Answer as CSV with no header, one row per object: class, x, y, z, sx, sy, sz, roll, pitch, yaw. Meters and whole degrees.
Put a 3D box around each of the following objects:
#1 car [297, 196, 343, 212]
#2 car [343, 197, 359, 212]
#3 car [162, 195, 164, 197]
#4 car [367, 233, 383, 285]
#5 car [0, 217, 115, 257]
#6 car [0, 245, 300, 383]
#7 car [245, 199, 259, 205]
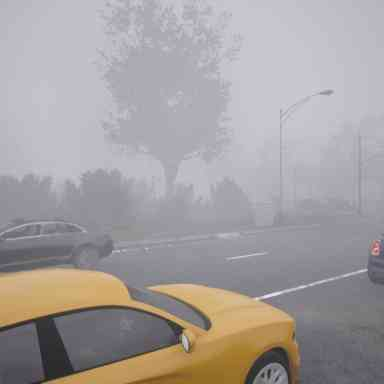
car,14.325,1.503,38.202,1.837,1.490,4.892,0,0,-32
car,17.636,1.351,39.603,2.097,1.767,4.553,0,0,-33
car,-4.932,1.356,67.731,1.882,1.535,5.008,0,0,-36
car,6.406,1.352,8.288,4.553,1.767,2.097,0,0,-35
car,-4.617,1.491,9.291,4.902,1.511,2.128,0,0,-35
car,-1.116,1.478,2.952,5.008,1.535,1.882,0,0,-35
car,8.766,1.453,53.532,1.882,1.535,5.008,0,0,-33
